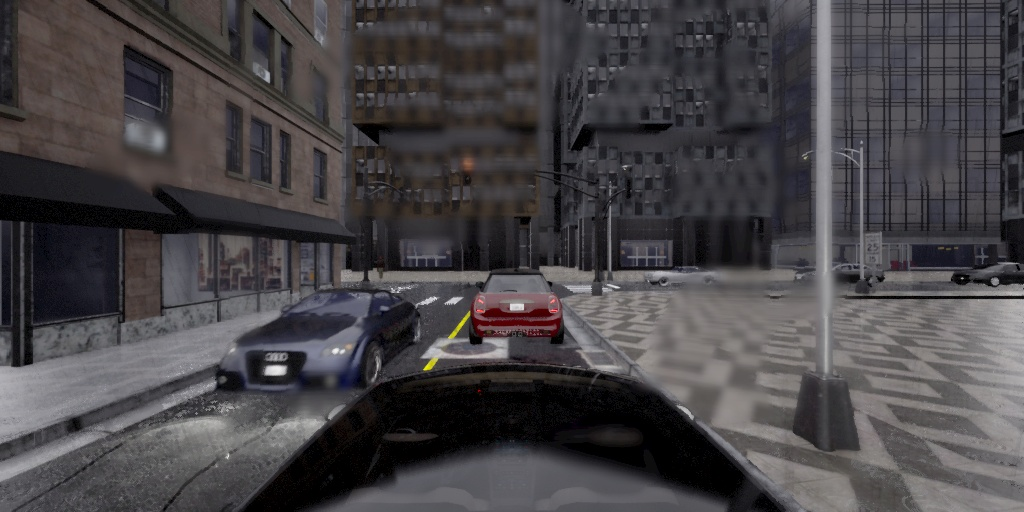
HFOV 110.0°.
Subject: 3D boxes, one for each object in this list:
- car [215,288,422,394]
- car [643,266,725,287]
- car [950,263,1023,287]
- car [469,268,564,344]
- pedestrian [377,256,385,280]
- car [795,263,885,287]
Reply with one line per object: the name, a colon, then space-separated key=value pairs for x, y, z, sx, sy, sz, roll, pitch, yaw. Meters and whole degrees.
car: x=-3.082 y=1.314 z=6.681 sx=1.994 sy=1.385 sz=4.181 roll=0 pitch=0 yaw=0
car: x=11.195 y=1.333 z=23.639 sx=4.718 sy=1.301 sz=1.895 roll=0 pitch=0 yaw=1
car: x=31.808 y=1.210 z=23.401 sx=4.892 sy=1.490 sz=1.837 roll=0 pitch=0 yaw=1
car: x=0.069 y=1.102 z=9.723 sx=2.097 sy=1.767 sz=4.553 roll=0 pitch=0 yaw=-1
pedestrian: x=-9.837 y=0.902 z=26.905 sx=0.375 sy=1.860 sz=0.375 roll=0 pitch=0 yaw=1
car: x=21.388 y=1.210 z=23.524 sx=4.902 sy=1.511 sz=2.128 roll=0 pitch=0 yaw=1
